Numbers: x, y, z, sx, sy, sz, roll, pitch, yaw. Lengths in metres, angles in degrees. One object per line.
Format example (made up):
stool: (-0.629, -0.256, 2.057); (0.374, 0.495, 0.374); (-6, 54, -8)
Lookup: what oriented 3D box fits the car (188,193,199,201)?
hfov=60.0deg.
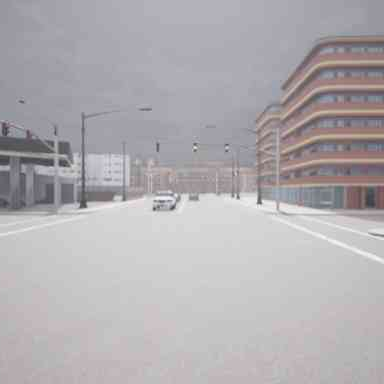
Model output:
car: (0.344, 0.962, 63.762); (2.128, 1.511, 4.902); (0, 0, 0)

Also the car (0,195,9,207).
car: (-23.944, 1.127, 39.454); (3.806, 1.475, 1.970); (0, 0, 1)

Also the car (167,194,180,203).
car: (-3.118, 1.068, 57.715); (2.033, 1.411, 5.357); (0, 0, 0)

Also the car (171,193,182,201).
car: (-3.183, 0.927, 68.043); (2.128, 1.511, 4.902); (0, 0, 0)

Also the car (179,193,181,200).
car: (-3.103, 1.153, 47.402); (2.033, 1.411, 5.357); (0, 0, 0)

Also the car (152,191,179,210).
car: (-3.038, 0.913, 37.103); (2.150, 2.045, 5.566); (0, 0, 2)
